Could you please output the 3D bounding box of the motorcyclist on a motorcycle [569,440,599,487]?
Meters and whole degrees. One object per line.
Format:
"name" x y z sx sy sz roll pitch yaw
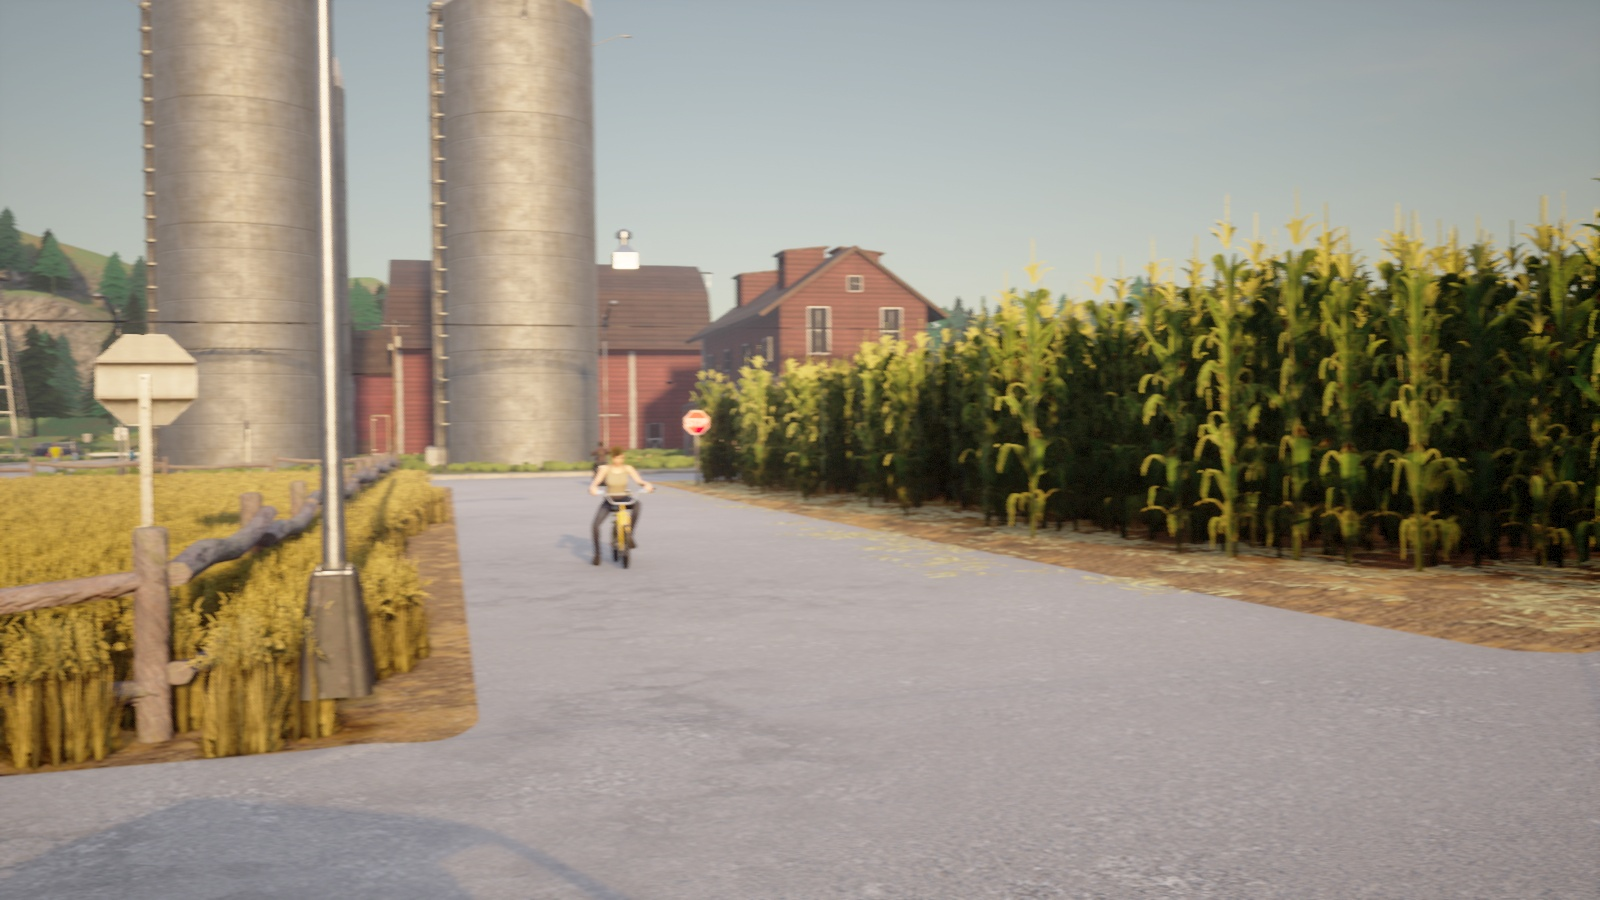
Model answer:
"motorcyclist on a motorcycle" -7.755 0.457 45.025 0.766 1.649 2.350 -1 1 -17

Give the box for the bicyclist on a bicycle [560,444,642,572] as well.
"bicyclist on a bicycle" -2.673 0.727 16.731 0.866 1.612 1.509 -1 0 -17

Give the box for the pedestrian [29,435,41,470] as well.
"pedestrian" -40.295 0.108 66.148 0.354 1.836 0.706 -1 1 -17
